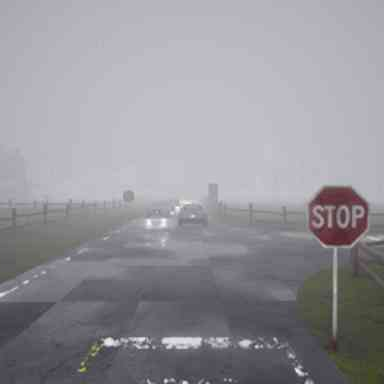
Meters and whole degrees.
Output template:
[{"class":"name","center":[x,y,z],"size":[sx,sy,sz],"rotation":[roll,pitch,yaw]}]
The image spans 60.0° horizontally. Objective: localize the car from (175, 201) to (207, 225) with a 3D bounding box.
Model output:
[{"class":"car","center":[0.048,1.549,23.672],"size":[1.994,1.385,4.181],"rotation":[0,0,0]}]

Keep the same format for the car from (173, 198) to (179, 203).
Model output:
[{"class":"car","center":[-2.933,1.515,39.846],"size":[2.033,1.411,5.357],"rotation":[0,0,-1]}]

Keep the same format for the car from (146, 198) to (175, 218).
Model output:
[{"class":"car","center":[-2.908,1.544,29.629],"size":[1.994,1.385,4.181],"rotation":[0,0,0]}]
